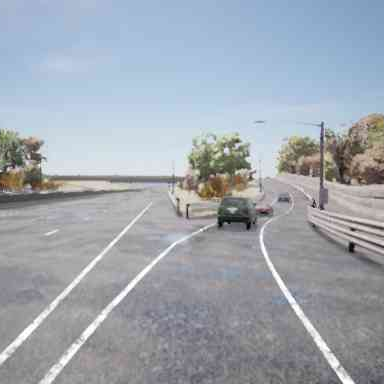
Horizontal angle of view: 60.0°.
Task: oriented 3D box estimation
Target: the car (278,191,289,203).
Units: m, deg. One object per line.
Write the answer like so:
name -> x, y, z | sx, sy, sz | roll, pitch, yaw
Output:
car -> 17.540, 1.027, 63.782 | 2.097, 1.767, 4.553 | 1, 3, 16

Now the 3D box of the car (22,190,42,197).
car -> -33.962, 0.309, 70.886 | 2.033, 1.411, 5.357 | 0, 1, -4

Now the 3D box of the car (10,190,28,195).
car -> -29.375, 0.485, 56.781 | 2.097, 1.767, 4.553 | 0, 1, -4

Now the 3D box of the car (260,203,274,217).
car -> 7.417, 1.841, 35.088 | 1.895, 1.301, 4.718 | 1, 0, 22

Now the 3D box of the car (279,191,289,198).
car -> 20.315, 0.525, 73.561 | 1.994, 1.385, 4.181 | 1, 4, 14

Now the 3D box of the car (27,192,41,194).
car -> -25.886, 0.753, 57.080 | 1.895, 1.301, 4.718 | 0, 1, -4

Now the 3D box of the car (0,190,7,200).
car -> -32.738, 0.482, 54.948 | 2.097, 1.767, 4.553 | 0, 1, -4

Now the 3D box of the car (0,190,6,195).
car -> -24.656, 0.823, 40.585 | 1.882, 1.535, 5.008 | 0, 0, -4

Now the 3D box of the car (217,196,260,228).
car -> 3.176, 1.308, 22.833 | 2.150, 2.045, 5.566 | 0, 0, 15
